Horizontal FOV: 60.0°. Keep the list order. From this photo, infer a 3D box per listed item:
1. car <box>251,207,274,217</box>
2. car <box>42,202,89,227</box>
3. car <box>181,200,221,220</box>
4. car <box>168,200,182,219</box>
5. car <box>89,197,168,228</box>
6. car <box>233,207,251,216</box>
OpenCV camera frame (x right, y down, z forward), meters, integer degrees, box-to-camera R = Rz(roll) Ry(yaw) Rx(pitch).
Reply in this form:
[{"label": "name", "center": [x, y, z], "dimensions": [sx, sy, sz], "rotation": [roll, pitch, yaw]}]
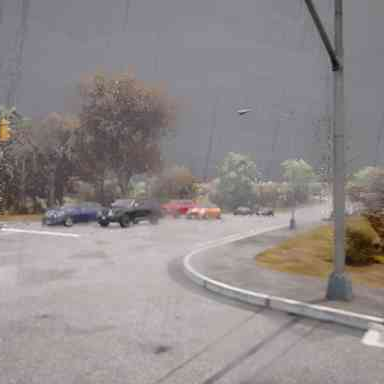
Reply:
[{"label": "car", "center": [11.468, 3.103, 52.169], "dimensions": [2.128, 1.511, 4.902], "rotation": [0, -3, 30]}, {"label": "car", "center": [-8.427, 1.499, 24.070], "dimensions": [2.097, 1.767, 4.553], "rotation": [0, -1, 30]}, {"label": "car", "center": [1.263, 1.947, 34.140], "dimensions": [2.097, 1.767, 4.553], "rotation": [0, -3, 29]}, {"label": "car", "center": [-1.539, 1.853, 36.302], "dimensions": [2.150, 2.045, 5.566], "rotation": [0, -3, 29]}, {"label": "car", "center": [-4.389, 1.401, 24.062], "dimensions": [2.150, 2.045, 5.566], "rotation": [0, -2, 29]}, {"label": "car", "center": [8.258, 3.131, 53.607], "dimensions": [1.812, 1.442, 4.674], "rotation": [0, -3, 30]}]
